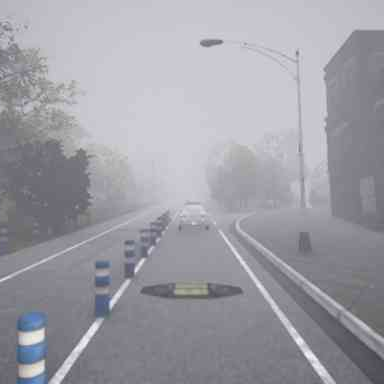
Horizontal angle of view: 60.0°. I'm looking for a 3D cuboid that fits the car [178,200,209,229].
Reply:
[{"bbox_3d":[0.101,1.540,21.542,1.812,1.442,4.674,-1,1,0],"label":"car"}]
